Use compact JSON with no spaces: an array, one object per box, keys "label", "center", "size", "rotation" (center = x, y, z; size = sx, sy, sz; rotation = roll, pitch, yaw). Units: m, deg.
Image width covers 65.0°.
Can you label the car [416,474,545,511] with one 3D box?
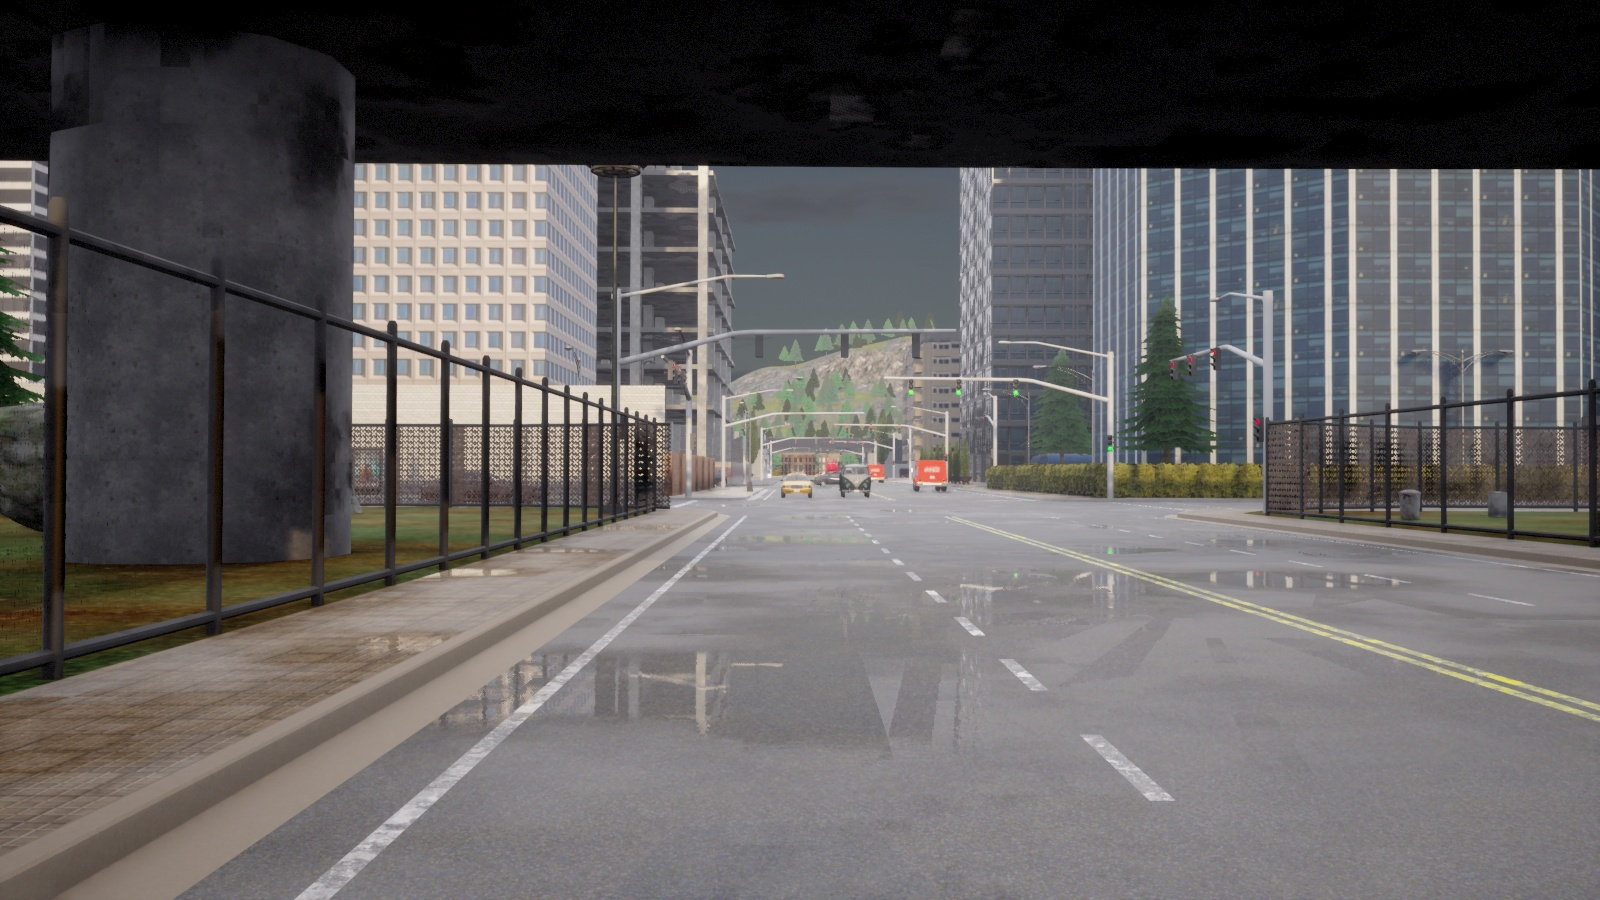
[{"label":"car","center":[-12.717,1.677,50.171],"size":[4.674,1.442,1.812],"rotation":[0,-1,0]}]

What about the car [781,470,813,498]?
[{"label":"car","center":[-0.175,1.996,74.092],"size":[1.801,1.575,5.366],"rotation":[0,-1,0]}]

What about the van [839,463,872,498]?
[{"label":"van","center":[3.321,1.821,75.588],"size":[1.775,1.987,4.442],"rotation":[0,-1,0]}]
